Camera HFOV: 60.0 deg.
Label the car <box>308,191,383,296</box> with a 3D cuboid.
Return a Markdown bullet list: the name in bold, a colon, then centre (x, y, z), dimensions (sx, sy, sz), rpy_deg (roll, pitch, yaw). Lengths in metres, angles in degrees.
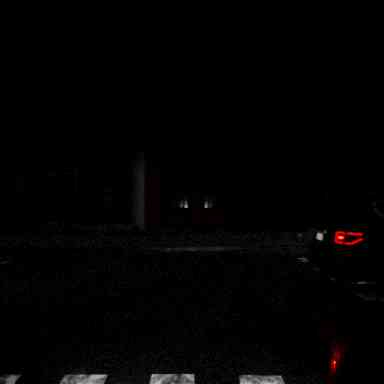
- **car**: centre (5.330, 0.980, 6.899), dimensions (5.566, 2.045, 2.150), rpy_deg (-1, 0, 1)
